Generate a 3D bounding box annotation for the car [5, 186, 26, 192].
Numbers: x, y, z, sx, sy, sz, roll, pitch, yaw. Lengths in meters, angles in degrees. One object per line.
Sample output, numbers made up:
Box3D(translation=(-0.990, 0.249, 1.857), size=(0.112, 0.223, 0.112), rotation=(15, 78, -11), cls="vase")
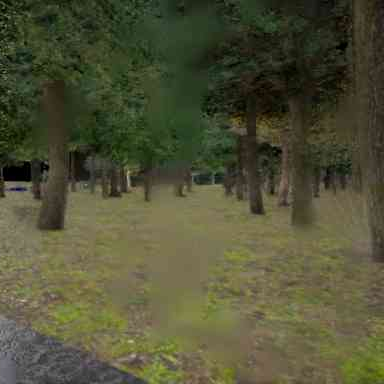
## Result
Box3D(translation=(-43.448, -0.814, 81.722), size=(1.882, 1.535, 5.008), rotation=(-1, 1, 34), cls="car")
